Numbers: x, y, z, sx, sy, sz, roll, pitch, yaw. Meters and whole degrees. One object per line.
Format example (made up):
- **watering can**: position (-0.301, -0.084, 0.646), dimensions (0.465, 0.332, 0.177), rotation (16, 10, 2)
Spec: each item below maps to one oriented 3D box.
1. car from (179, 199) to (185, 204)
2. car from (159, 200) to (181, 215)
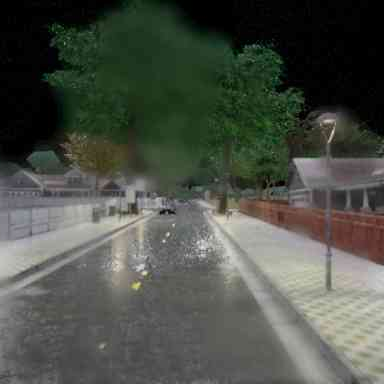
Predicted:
- **car**: position (-2.731, 2.487, 89.484), dimensions (1.895, 1.301, 4.718), rotation (0, -1, 0)
- **car**: position (-2.742, 1.892, 38.801), dimensions (2.033, 1.411, 5.357), rotation (0, -1, 0)
